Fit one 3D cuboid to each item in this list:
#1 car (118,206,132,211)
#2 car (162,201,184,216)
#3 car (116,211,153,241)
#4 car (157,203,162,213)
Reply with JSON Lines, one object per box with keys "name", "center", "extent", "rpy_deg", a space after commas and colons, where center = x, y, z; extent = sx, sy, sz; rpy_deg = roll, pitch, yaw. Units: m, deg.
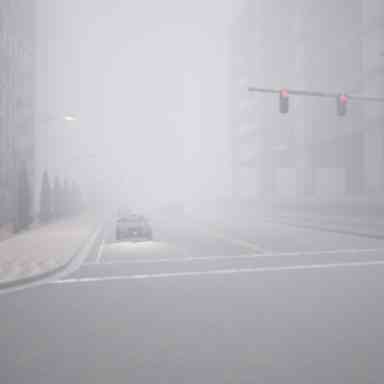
{"name": "car", "center": [-9.274, 2.651, 45.739], "extent": [2.033, 1.411, 5.357], "rpy_deg": [0, -1, -12]}
{"name": "car", "center": [-2.537, 2.324, 48.128], "extent": [2.150, 2.045, 5.566], "rpy_deg": [0, -1, -12]}
{"name": "car", "center": [-3.496, 2.059, 19.882], "extent": [1.994, 1.385, 4.181], "rpy_deg": [0, -1, -13]}
{"name": "car", "center": [-4.866, 2.693, 58.279], "extent": [2.097, 1.767, 4.553], "rpy_deg": [0, -1, -13]}
